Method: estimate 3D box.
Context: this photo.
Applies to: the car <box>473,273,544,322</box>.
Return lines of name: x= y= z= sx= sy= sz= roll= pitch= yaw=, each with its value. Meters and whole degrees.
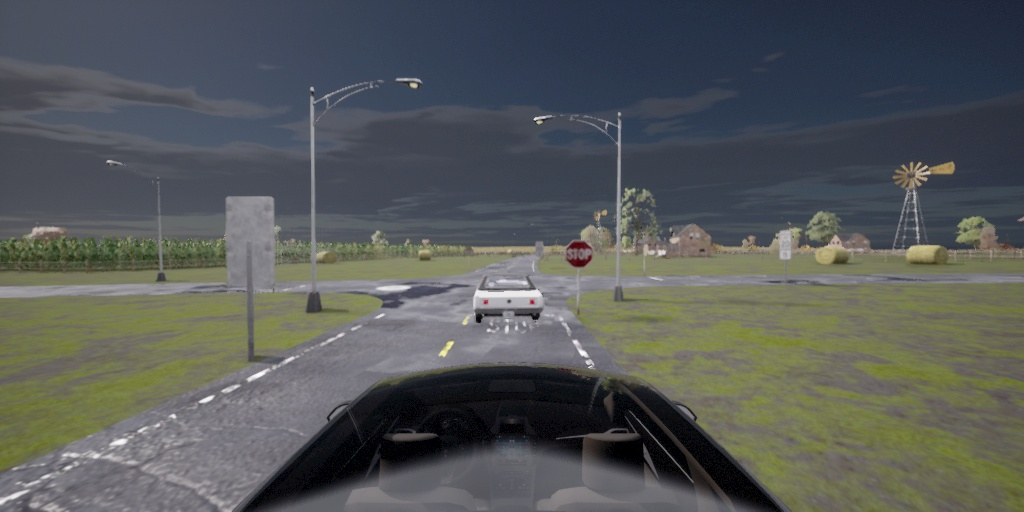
car: x=-0.224 y=1.193 z=11.587 sx=1.895 sy=1.301 sz=4.718 roll=0 pitch=1 yaw=-4
